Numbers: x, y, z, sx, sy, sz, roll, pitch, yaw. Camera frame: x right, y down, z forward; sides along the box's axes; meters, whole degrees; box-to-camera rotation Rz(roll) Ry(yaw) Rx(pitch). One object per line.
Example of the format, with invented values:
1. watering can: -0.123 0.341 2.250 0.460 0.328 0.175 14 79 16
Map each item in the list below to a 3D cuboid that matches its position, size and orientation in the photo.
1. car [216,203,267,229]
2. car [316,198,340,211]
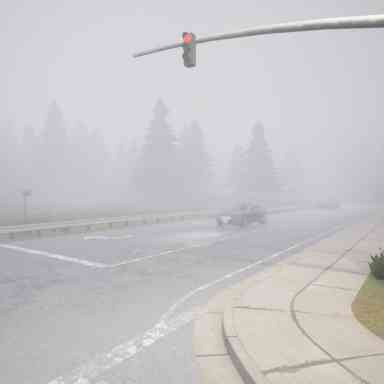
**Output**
1. car: 3.355 1.479 21.825 2.128 1.511 4.902 0 0 34
2. car: 16.870 1.458 41.065 1.882 1.535 5.008 0 0 37
